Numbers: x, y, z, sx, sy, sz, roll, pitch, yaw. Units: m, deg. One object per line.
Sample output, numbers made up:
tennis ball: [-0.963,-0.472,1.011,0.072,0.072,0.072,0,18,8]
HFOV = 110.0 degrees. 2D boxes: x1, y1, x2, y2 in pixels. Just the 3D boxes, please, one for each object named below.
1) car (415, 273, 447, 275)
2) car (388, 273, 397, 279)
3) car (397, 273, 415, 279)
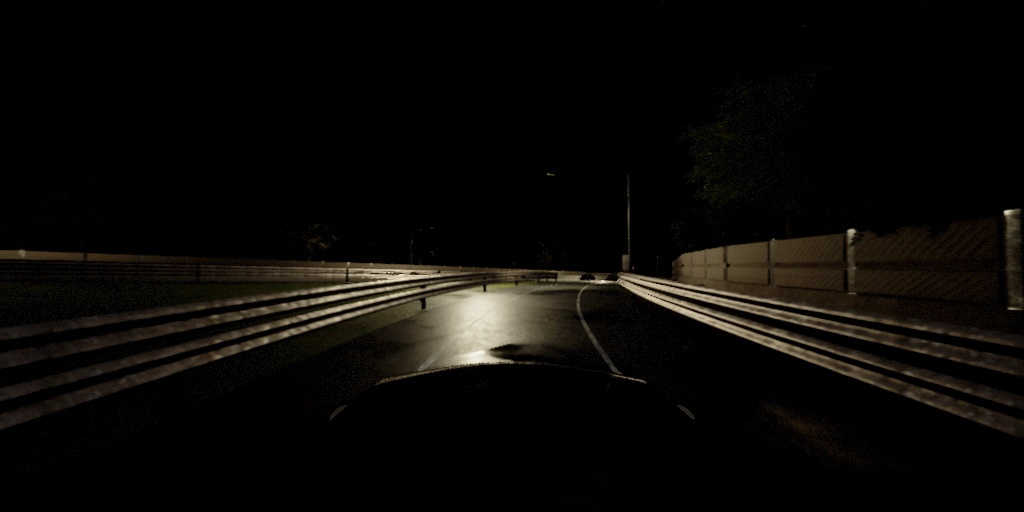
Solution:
car: [-9.609,2.594,46.370,1.837,1.490,4.892,-3,-5,41]
car: [-14.889,2.889,50.957,2.033,1.411,5.357,-3,-5,41]
car: [-12.256,2.765,48.655,2.033,1.411,5.357,-3,-5,41]
